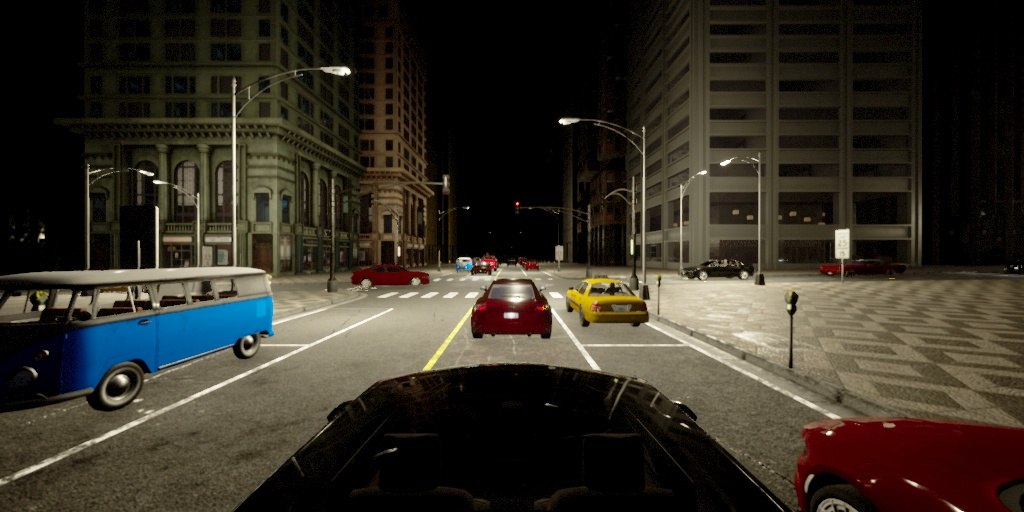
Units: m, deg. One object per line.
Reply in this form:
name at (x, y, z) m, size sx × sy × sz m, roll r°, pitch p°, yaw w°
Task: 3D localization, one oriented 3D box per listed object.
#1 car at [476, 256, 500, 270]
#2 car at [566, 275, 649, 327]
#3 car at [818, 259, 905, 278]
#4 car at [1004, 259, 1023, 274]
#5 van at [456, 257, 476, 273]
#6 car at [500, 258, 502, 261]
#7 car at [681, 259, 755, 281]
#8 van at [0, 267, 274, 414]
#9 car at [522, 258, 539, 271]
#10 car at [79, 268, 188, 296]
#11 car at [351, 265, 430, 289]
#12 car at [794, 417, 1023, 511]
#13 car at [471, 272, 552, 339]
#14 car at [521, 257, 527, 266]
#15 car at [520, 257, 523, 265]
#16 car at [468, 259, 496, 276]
car at (-3.138, 0.983, 48.240) m, size 2.150 × 2.045 × 5.566 m, roll 0°, pitch 0°, yaw 0°
car at (2.761, 1.275, 11.336) m, size 1.751 × 1.417 × 4.829 m, roll 0°, pitch 0°, yaw 0°
car at (25.243, 0.894, 26.000) m, size 4.718 × 1.301 × 1.895 m, roll -1°, pitch 0°, yaw 0°
car at (38.918, 0.575, 25.944) m, size 4.892 × 1.490 × 1.837 m, roll -2°, pitch 0°, yaw 0°
van at (-5.815, 1.099, 43.744) m, size 1.690 × 1.789 × 3.998 m, roll 0°, pitch 0°, yaw 0°
car at (-3.129, 1.372, 60.206) m, size 1.895 × 1.301 × 4.718 m, roll 0°, pitch 0°, yaw 0°
car at (14.890, 0.972, 26.031) m, size 4.892 × 1.490 × 1.837 m, roll -1°, pitch 0°, yaw 0°
van at (-5.765, 1.090, 5.760) m, size 1.690 × 1.789 × 3.998 m, roll 0°, pitch 0°, yaw 0°
car at (2.736, 1.307, 49.259) m, size 1.888 × 1.381 × 4.507 m, roll 0°, pitch 0°, yaw 0°
car at (-24.083, 1.624, 22.938) m, size 5.008 × 1.535 × 1.882 m, roll -1°, pitch 0°, yaw 0°
car at (-8.096, 1.341, 24.105) m, size 5.008 × 1.535 × 1.882 m, roll 0°, pitch 0°, yaw -13°
car at (2.765, 1.295, 0.586) m, size 1.888 × 1.381 × 4.507 m, roll 0°, pitch 0°, yaw 0°
car at (0.026, 1.314, 10.104) m, size 1.994 × 1.385 × 4.181 m, roll 0°, pitch 0°, yaw 1°
car at (2.730, 1.311, 54.784) m, size 1.888 × 1.381 × 4.507 m, roll 0°, pitch 0°, yaw 0°
car at (2.723, 1.316, 60.309) m, size 1.888 × 1.381 × 4.507 m, roll 0°, pitch 0°, yaw 0°
car at (-3.123, 1.320, 37.849) m, size 1.994 × 1.385 × 4.181 m, roll 0°, pitch 0°, yaw 1°
